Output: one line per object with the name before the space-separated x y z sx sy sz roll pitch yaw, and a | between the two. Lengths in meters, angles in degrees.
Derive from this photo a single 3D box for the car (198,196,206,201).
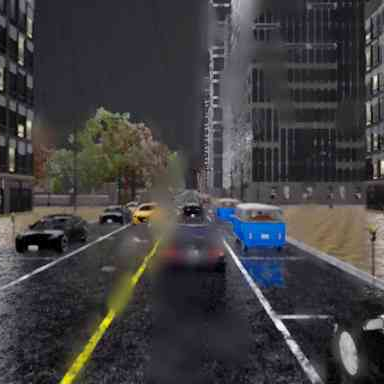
car | 2.706 1.832 92.022 1.947 1.339 4.313 0 0 0

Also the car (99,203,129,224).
car | -5.765 1.665 25.491 1.947 1.339 4.313 0 0 0

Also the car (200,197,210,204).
car | 2.702 1.778 69.297 1.947 1.339 4.313 0 0 0

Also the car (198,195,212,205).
car | 2.702 1.638 63.617 1.967 1.590 4.097 0 0 0

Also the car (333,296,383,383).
car | 2.691 1.567 2.690 2.008 1.369 4.403 0 0 0

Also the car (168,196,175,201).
car | -5.675 1.848 92.027 1.802 1.307 4.206 0 0 0

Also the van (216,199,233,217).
van | 2.778 1.440 25.492 1.690 1.788 3.998 0 0 0

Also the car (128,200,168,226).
car | -3.087 1.574 24.388 1.882 1.535 5.008 0 0 0

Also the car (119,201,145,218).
car | -5.812 1.643 32.726 1.752 1.417 4.829 0 0 0

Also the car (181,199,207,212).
car | 0.084 1.613 28.882 1.837 1.490 4.892 0 0 0

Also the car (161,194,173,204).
car | -5.678 1.757 69.296 1.887 1.381 4.507 0 0 0

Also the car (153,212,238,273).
car | 0.069 1.602 10.796 2.033 1.411 5.357 0 0 0

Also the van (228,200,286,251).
van | 2.695 1.408 14.096 1.690 1.788 3.998 0 0 0

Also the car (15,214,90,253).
car | -5.687 1.633 14.095 1.947 1.339 4.313 0 0 0
